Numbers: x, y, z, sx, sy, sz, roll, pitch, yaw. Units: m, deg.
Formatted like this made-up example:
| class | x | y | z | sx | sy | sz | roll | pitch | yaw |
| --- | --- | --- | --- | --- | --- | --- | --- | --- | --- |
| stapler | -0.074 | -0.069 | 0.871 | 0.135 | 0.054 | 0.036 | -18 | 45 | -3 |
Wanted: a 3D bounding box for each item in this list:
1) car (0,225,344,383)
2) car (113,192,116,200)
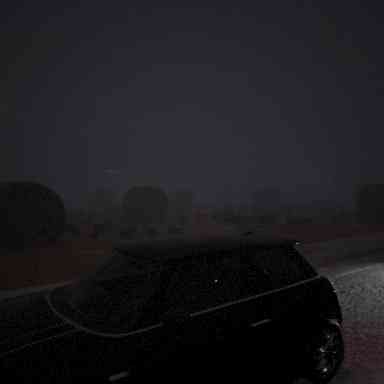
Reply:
| class | x | y | z | sx | sy | sz | roll | pitch | yaw |
| --- | --- | --- | --- | --- | --- | --- | --- | --- | --- |
| car | -0.340 | 1.343 | 3.750 | 4.553 | 1.767 | 2.097 | 0 | 0 | -36 |
| car | -17.140 | 1.029 | 68.667 | 1.905 | 1.878 | 3.866 | 6 | 3 | 8 |
